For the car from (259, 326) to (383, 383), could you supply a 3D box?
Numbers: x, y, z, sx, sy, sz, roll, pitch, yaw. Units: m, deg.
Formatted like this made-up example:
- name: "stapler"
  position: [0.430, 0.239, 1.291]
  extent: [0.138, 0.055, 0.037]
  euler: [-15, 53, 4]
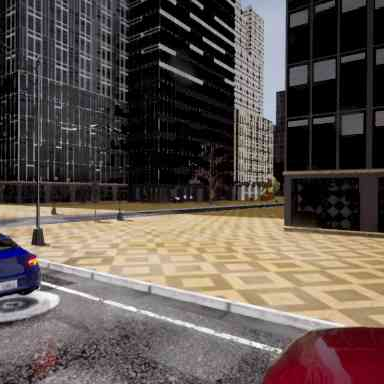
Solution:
- name: "car"
  position: [2.419, 1.564, 1.950]
  extent: [4.181, 1.385, 1.994]
  euler: [0, 0, 35]

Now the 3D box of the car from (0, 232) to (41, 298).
- name: "car"
  position: [-5.179, 1.523, 7.384]
  extent: [4.674, 1.442, 1.812]
  euler: [0, 0, 36]
